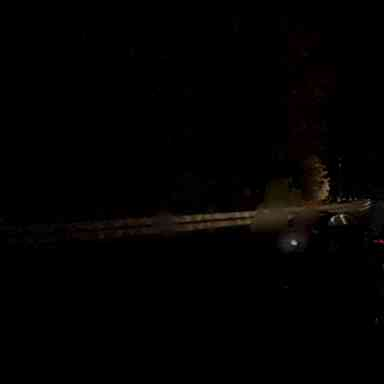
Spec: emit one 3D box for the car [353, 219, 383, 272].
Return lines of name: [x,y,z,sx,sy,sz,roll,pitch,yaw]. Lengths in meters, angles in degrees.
car: [6.886,1.482,9.652,4.902,1.511,2.128,0,0,-41]

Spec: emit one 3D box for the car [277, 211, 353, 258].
car: [5.234,1.495,12.858,4.902,1.511,2.128,0,0,-42]
